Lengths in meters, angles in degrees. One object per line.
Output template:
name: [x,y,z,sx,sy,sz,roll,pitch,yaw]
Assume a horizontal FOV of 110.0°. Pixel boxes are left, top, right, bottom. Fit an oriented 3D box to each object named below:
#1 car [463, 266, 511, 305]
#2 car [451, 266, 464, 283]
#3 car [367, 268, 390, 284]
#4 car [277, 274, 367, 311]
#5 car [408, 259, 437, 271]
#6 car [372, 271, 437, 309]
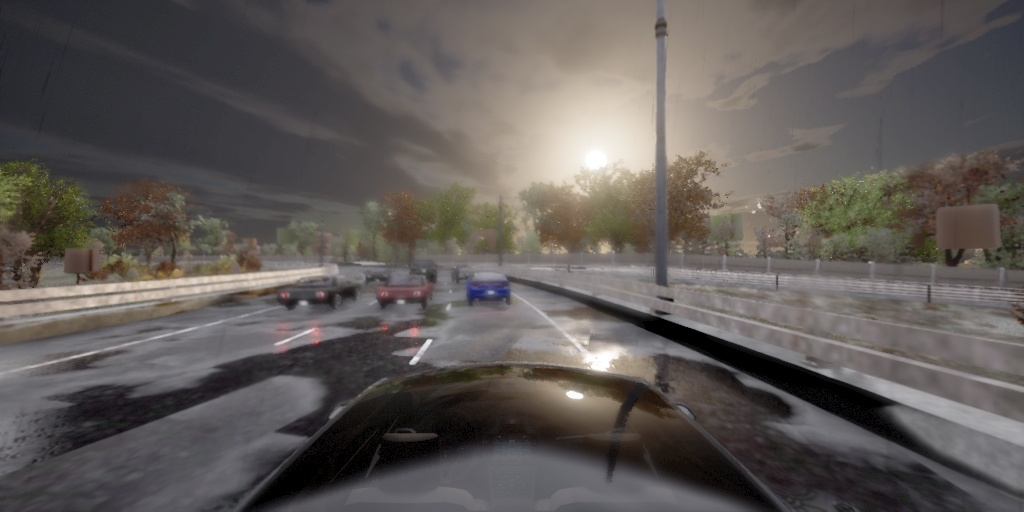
car: [-1.235,1.387,17.360,1.882,1.535,5.008,0,0,-8]
car: [-4.237,1.605,31.554,2.033,1.411,5.357,0,-1,-16]
car: [-11.197,1.654,30.406,1.895,1.301,4.718,0,-1,-16]
car: [-8.029,1.500,15.516,1.895,1.301,4.718,0,-1,-8]
car: [-7.622,1.277,30.669,2.150,2.045,5.566,0,0,-16]
car: [-4.555,1.500,15.937,1.895,1.301,4.718,0,-1,-8]
